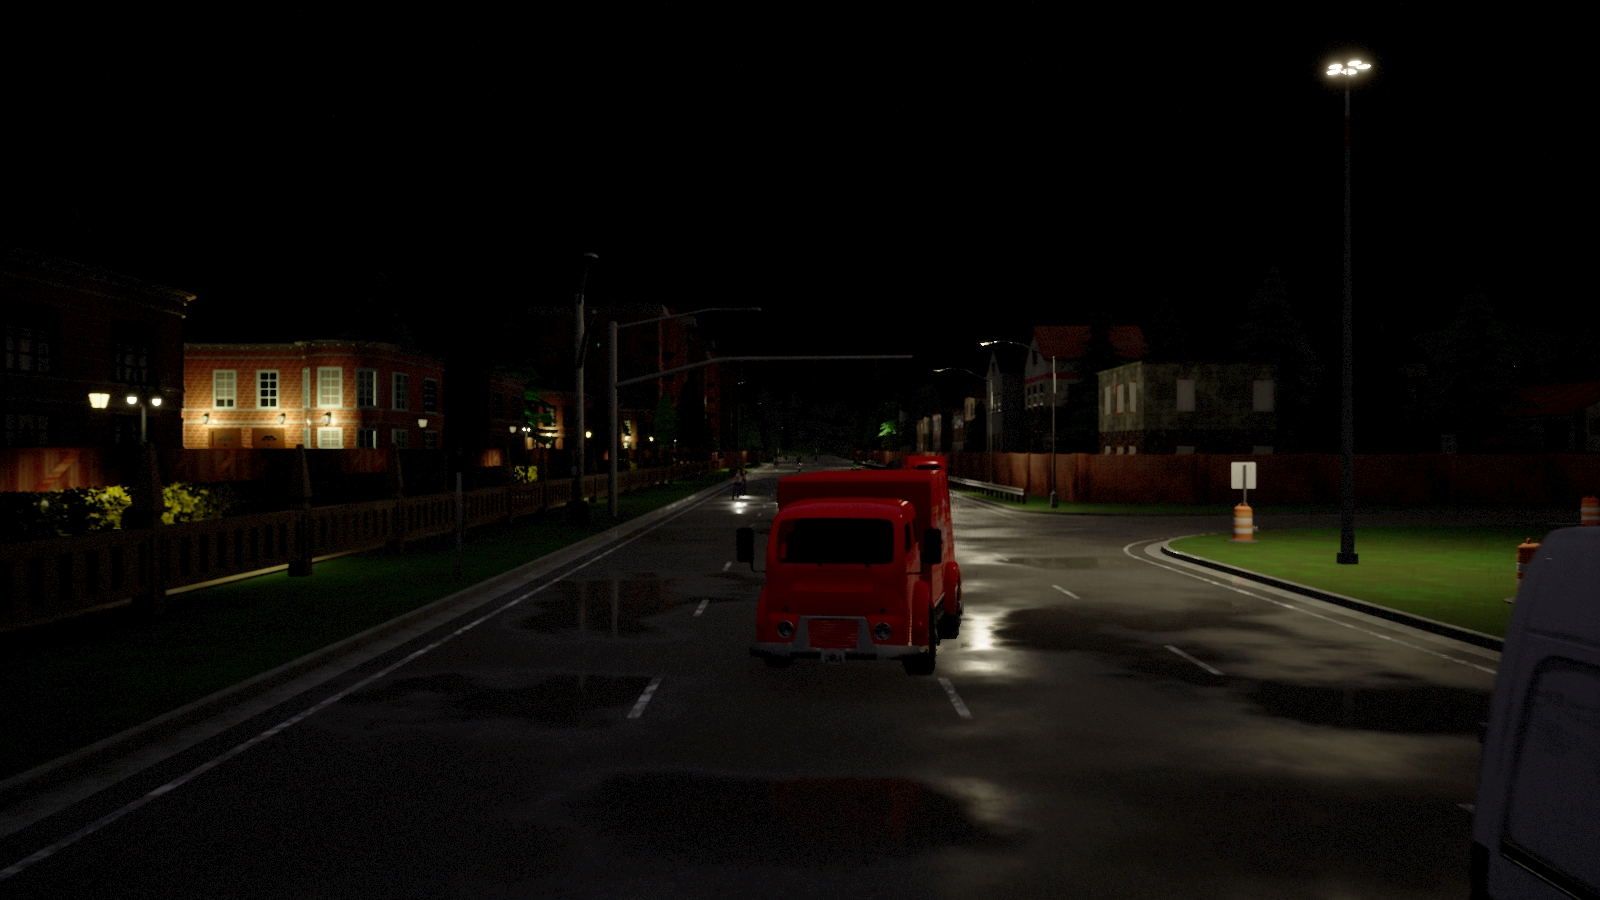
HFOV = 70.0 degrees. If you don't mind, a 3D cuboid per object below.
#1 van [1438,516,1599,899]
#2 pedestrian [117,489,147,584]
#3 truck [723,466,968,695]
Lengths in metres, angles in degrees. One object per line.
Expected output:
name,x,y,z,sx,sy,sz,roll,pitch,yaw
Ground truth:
van,3.504,1.535,1.537,1.988,2.561,5.915,0,0,0
pedestrian,-13.178,1.700,22.540,0.375,1.860,0.375,0,0,0
truck,0.883,1.553,15.949,2.627,2.467,5.204,-1,1,11
